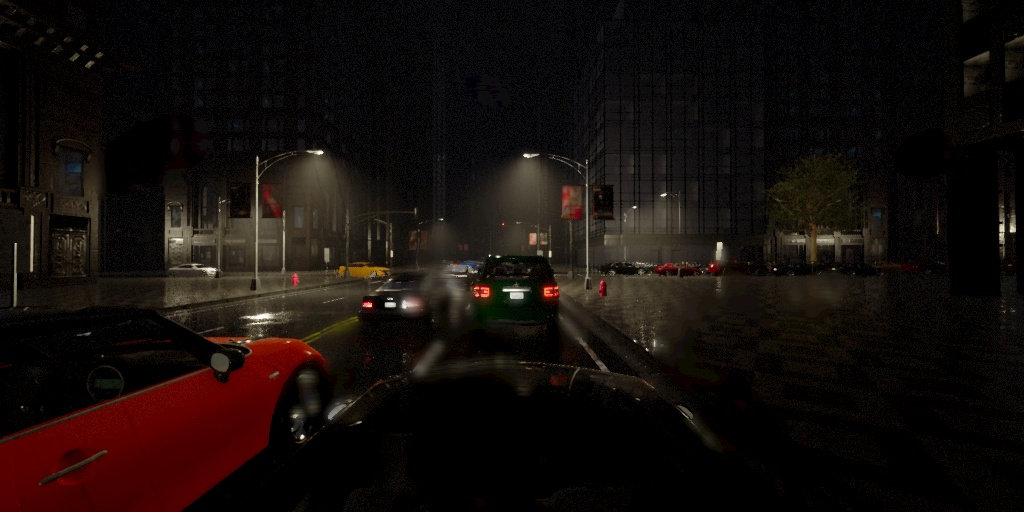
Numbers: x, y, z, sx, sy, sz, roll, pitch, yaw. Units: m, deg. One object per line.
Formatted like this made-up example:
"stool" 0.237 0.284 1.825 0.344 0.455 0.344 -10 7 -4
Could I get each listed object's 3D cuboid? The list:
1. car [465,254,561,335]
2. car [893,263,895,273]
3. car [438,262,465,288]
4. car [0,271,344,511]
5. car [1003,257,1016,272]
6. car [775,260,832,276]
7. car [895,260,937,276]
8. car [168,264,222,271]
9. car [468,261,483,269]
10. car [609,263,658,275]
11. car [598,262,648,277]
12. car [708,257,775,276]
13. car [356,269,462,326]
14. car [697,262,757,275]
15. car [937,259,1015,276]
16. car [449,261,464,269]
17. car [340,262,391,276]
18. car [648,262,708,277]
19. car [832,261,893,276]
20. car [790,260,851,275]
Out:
"car" 0.115 0.979 10.630 2.150 2.045 5.566 0 0 0
"car" 43.278 1.296 42.241 4.829 1.417 1.751 0 0 -1
"car" -3.121 1.280 21.451 2.128 1.511 4.902 0 0 0
"car" -3.147 1.102 2.303 2.097 1.767 4.553 0 0 0
"car" 49.198 0.973 33.797 5.009 1.841 2.192 0 0 -1
"car" 26.646 1.276 33.485 4.313 1.339 1.948 0 0 -1
"car" 42.622 1.180 36.336 5.008 1.535 1.882 0 -1 0
"car" -31.291 1.492 35.446 4.674 1.442 1.812 0 -1 0
"car" -6.451 1.599 64.033 2.033 1.411 5.357 0 0 1
"car" 13.214 1.422 39.075 4.718 1.301 1.895 0 -1 0
"car" 11.158 1.295 35.846 4.892 1.490 1.837 0 -1 -1
"car" 21.009 1.041 33.408 5.009 1.841 2.192 0 0 -1
"car" -3.120 1.307 11.714 2.033 1.411 5.357 0 0 0
"car" 23.464 1.335 39.222 5.357 1.411 2.033 0 -1 -1
"car" 43.559 1.214 33.719 4.507 1.381 1.888 0 0 -1
"car" -9.711 1.571 63.178 1.812 1.442 4.674 0 0 1
"car" -14.033 1.349 34.360 5.008 1.535 1.882 -1 -1 16
"car" 15.370 1.327 33.330 4.207 1.307 1.802 0 0 -1
"car" 32.283 1.260 33.563 4.313 1.339 1.948 0 0 -1
"car" 33.766 1.251 39.347 4.902 1.511 2.128 0 -1 -1
